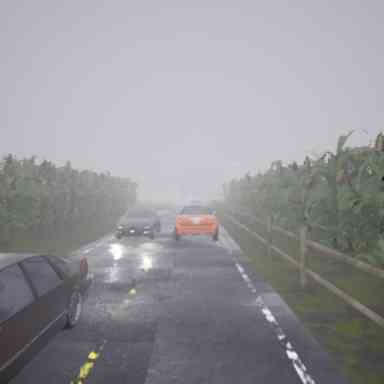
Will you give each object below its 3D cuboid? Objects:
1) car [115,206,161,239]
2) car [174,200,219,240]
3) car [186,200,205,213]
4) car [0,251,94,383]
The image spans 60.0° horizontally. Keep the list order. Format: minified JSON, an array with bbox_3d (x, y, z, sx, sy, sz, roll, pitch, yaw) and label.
[{"bbox_3d":[-2.710,1.552,17.648,1.837,1.490,4.892,0,0,1],"label":"car"},{"bbox_3d":[0.228,1.409,17.547,2.097,1.767,4.553,0,0,1],"label":"car"},{"bbox_3d":[0.414,1.695,40.051,2.033,1.411,5.357,0,0,1],"label":"car"},{"bbox_3d":[-2.829,1.551,4.203,2.033,1.411,5.357,0,0,0],"label":"car"}]
